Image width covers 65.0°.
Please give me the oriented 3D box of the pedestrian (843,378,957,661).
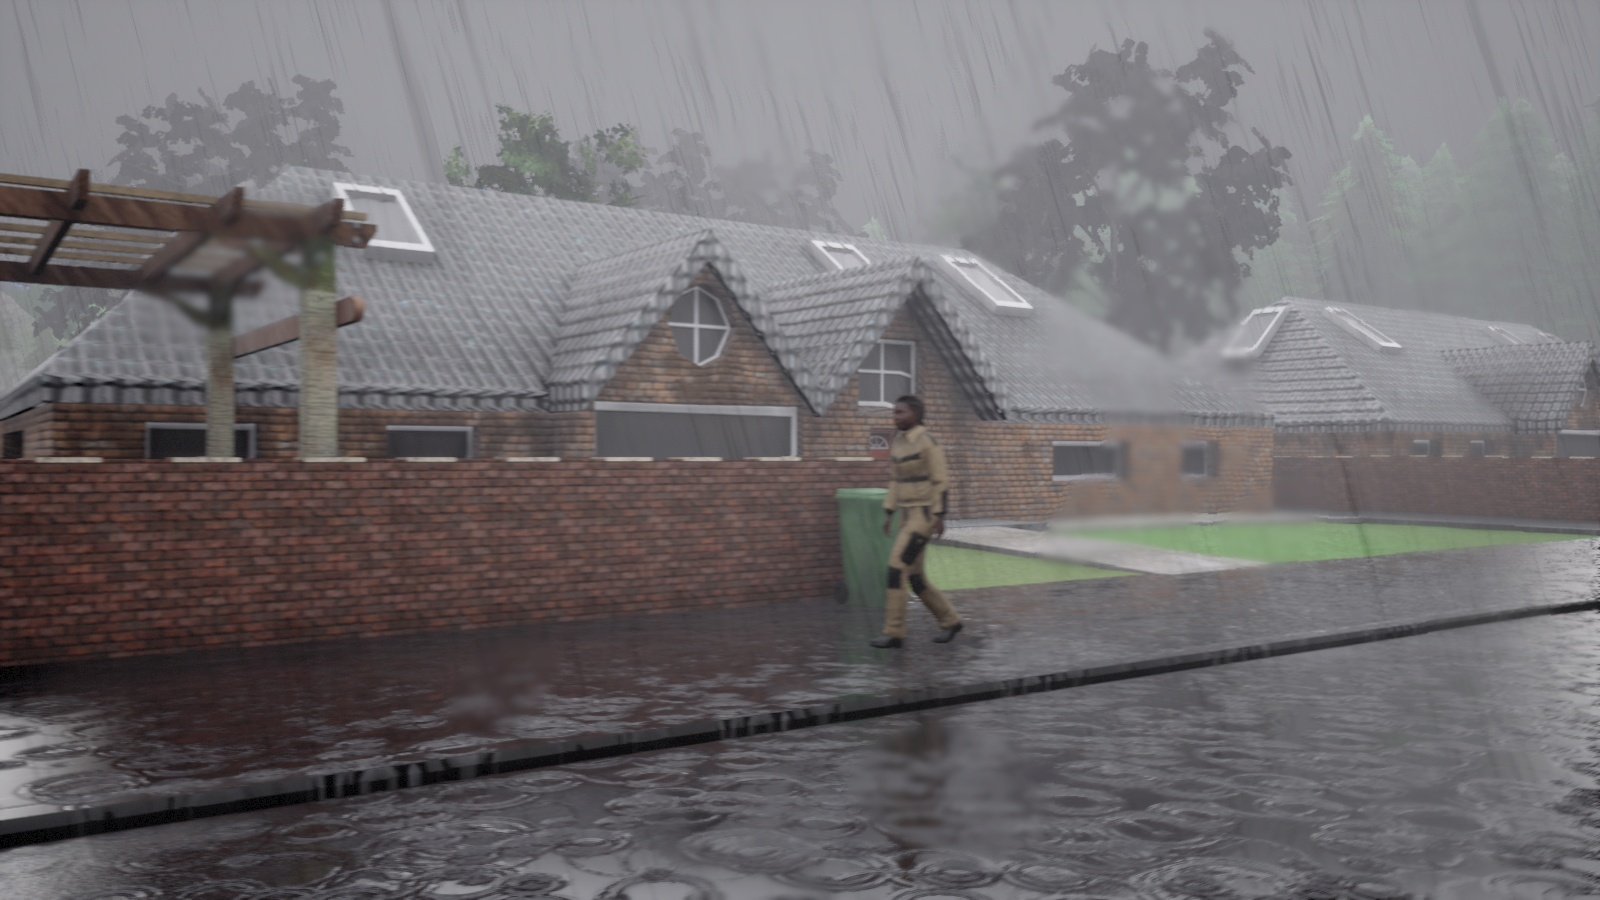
[{"bbox_3d":[0.707,0.475,8.909,0.692,1.930,0.396,0,0,-25],"label":"pedestrian"}]
